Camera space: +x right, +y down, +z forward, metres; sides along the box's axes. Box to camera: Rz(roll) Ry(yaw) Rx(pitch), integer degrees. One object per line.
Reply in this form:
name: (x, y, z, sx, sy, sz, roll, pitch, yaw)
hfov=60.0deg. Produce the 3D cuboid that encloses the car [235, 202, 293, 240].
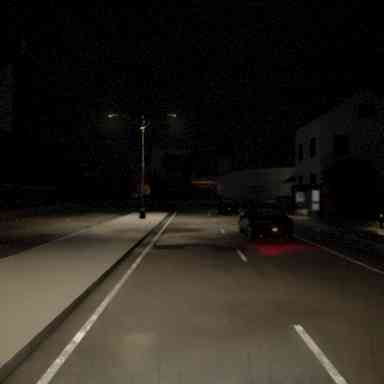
car: (3.605, 1.472, 16.918, 1.882, 1.535, 5.008, 0, 0, 0)

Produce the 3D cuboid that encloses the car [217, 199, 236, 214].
car: (3.748, 1.467, 35.079, 1.882, 1.535, 5.008, 0, 0, 2)

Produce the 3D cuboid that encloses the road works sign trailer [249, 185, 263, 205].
road works sign trailer: (12.028, 0.446, 60.915, 2.380, 3.560, 2.880, 0, 0, 35)
